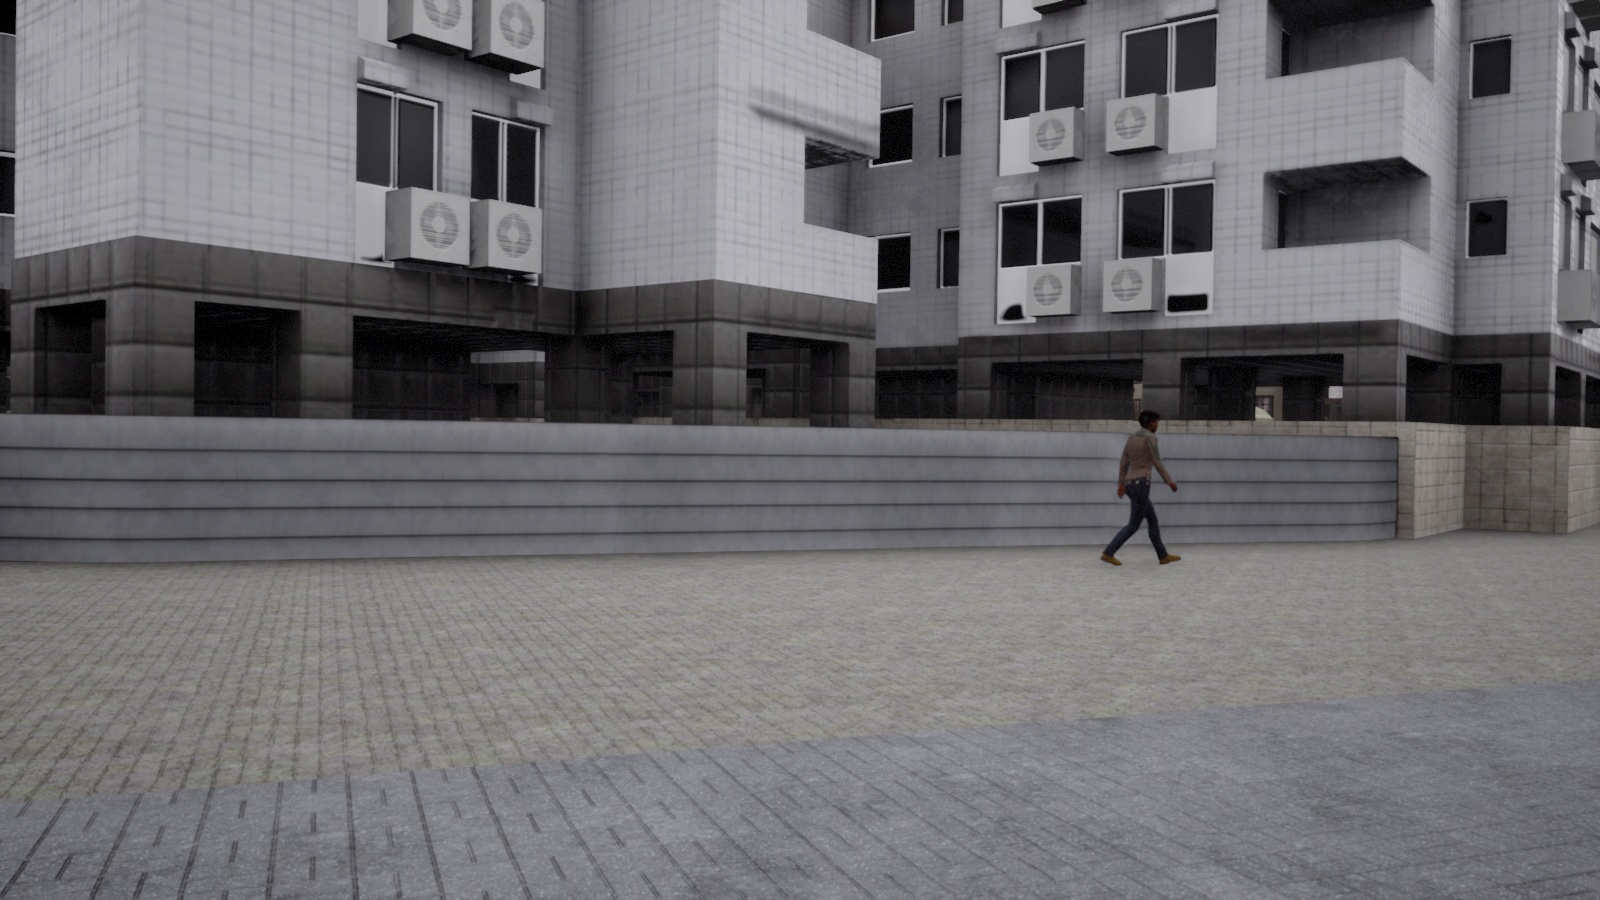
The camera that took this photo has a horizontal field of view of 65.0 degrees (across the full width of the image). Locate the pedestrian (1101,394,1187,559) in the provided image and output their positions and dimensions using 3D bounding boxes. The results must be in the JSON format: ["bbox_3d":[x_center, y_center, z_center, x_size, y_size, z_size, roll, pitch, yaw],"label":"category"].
[{"bbox_3d":[3.849,0.286,14.054,0.869,1.805,0.328,-1,1,-12],"label":"pedestrian"}]
